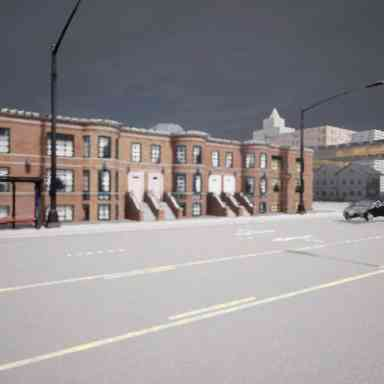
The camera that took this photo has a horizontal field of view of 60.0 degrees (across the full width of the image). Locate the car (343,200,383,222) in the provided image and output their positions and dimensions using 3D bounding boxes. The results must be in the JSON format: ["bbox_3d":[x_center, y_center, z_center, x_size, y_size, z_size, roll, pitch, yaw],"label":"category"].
[{"bbox_3d":[13.776,1.383,25.883,4.902,1.511,2.128,0,0,-34],"label":"car"}]
